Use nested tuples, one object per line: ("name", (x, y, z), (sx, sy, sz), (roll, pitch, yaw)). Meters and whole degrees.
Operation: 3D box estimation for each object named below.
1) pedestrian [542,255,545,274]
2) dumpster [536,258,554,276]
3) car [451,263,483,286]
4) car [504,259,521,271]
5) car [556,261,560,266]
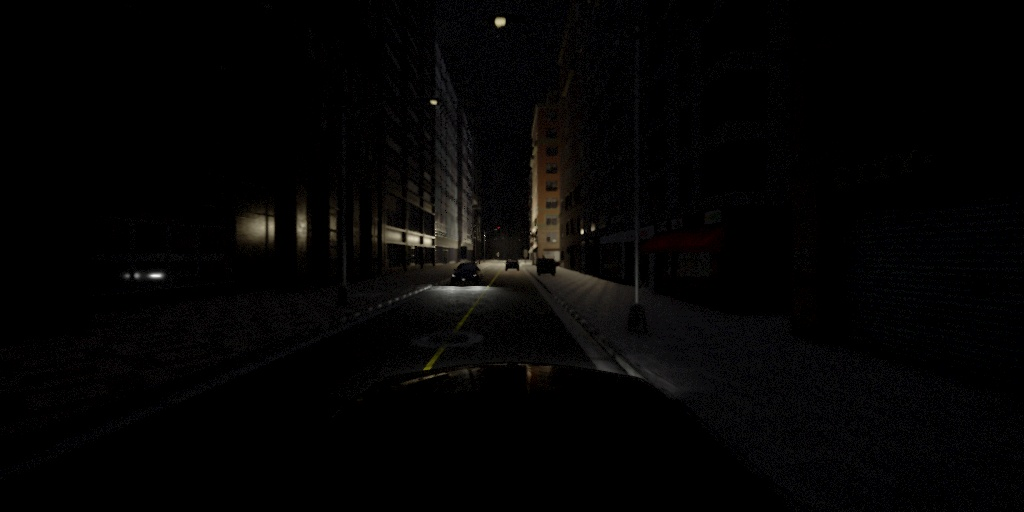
("pedestrian", (3.137, 0.818, 35.369), (0.375, 1.860, 0.375), (0, 0, -10))
("dumpster", (3.137, 1.075, 34.003), (1.020, 1.700, 1.940), (0, 0, 0))
("car", (-3.097, 1.225, 25.224), (1.812, 1.442, 4.674), (0, 0, 0))
("car", (0.043, 1.138, 46.512), (2.128, 1.511, 4.902), (0, 0, 0))
("car", (6.679, 1.183, 59.253), (4.718, 1.301, 1.895), (0, 0, 0))
